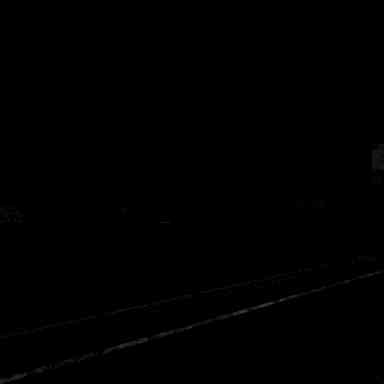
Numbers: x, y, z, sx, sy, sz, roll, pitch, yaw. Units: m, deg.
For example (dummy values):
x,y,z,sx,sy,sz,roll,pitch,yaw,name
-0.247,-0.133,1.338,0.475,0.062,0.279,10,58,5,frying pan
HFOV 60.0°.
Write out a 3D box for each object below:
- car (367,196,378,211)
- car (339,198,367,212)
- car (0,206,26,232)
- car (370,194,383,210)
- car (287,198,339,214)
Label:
x,y,z,sx,sy,sz,roll,pitch,yaw,name
19.304,1.513,40.272,2.002,1.452,4.674,0,0,-35,car
17.033,1.458,38.657,2.097,1.535,5.008,0,0,-35,car
-10.701,1.491,18.896,2.002,1.452,4.674,0,0,-35,car
23.858,1.385,43.478,2.185,1.767,4.553,1,0,-36,car
12.503,1.441,35.418,2.097,1.535,5.008,0,0,-35,car
